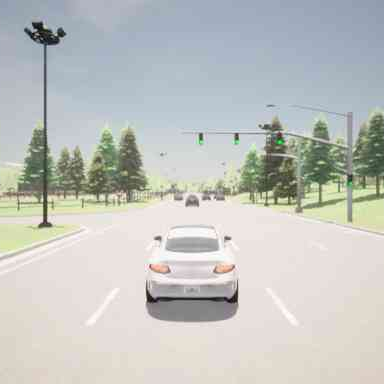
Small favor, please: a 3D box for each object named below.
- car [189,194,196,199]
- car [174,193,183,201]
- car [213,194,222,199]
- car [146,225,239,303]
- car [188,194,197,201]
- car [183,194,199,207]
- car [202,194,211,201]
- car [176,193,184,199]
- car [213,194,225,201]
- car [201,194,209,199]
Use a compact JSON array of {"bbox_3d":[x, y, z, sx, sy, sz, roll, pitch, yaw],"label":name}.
[{"bbox_3d":[0.106,1.288,93.001,1.837,1.490,4.892,0,0,0],"label":"car"},{"bbox_3d":[-3.405,1.504,82.969,1.994,1.385,4.181,0,0,0],"label":"car"},{"bbox_3d":[7.106,1.340,92.993,1.994,1.385,4.181,0,0,0],"label":"car"},{"bbox_3d":[0.015,1.522,8.065,1.812,1.442,4.674,0,0,0],"label":"car"},{"bbox_3d":[0.095,1.308,82.968,2.097,1.767,4.553,0,0,0],"label":"car"},{"bbox_3d":[0.059,1.327,51.938,2.097,1.767,4.553,0,0,0],"label":"car"},{"bbox_3d":[3.595,1.308,82.964,2.097,1.767,4.553,0,0,0],"label":"car"},{"bbox_3d":[-3.394,1.143,92.975,2.097,1.767,4.553,0,0,0],"label":"car"},{"bbox_3d":[7.094,1.477,82.573,2.128,1.511,4.902,0,0,0],"label":"car"},{"bbox_3d":[3.606,1.328,92.997,2.033,1.411,5.357,0,0,0],"label":"car"}]
